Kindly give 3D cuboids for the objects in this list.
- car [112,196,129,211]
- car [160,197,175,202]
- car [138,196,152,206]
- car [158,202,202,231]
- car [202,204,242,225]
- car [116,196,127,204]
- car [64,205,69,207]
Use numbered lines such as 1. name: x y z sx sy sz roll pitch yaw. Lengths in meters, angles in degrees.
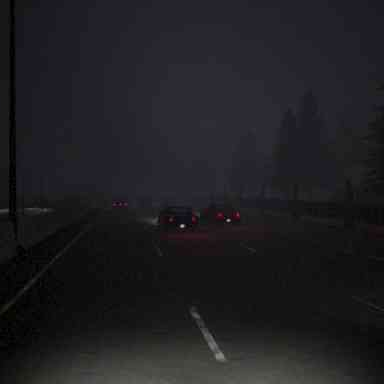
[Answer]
1. car: -8.367 1.439 39.027 2.033 1.411 5.357 0 0 -12
2. car: -3.744 1.413 51.355 1.994 1.385 4.181 0 0 -12
3. car: -7.209 1.345 50.830 2.128 1.511 4.902 0 0 -12
4. car: -0.998 1.540 20.449 1.895 1.301 4.718 0 0 -12
5. car: 1.905 1.527 23.731 1.895 1.301 4.718 0 0 -12
6. car: -13.180 1.390 62.243 1.994 1.385 4.181 0 0 -13
7. car: -16.847 1.376 44.981 2.128 1.511 4.902 0 0 -11
